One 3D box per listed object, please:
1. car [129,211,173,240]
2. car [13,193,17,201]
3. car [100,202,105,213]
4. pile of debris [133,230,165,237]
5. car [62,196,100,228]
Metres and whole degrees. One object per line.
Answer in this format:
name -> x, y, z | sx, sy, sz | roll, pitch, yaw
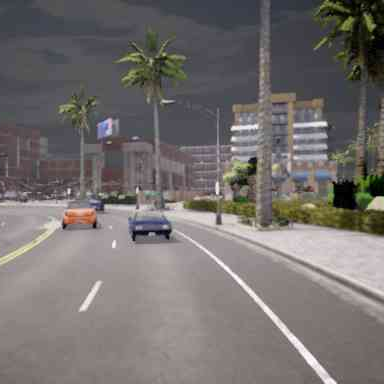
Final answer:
car -> -2.287, 1.618, 17.178 | 1.895, 1.301, 4.718 | 0, 0, -13
car -> -43.363, 1.646, 83.293 | 4.193, 1.474, 1.816 | 0, 0, 13
car -> -11.482, 1.547, 37.440 | 1.882, 1.535, 5.008 | 0, 0, -35
pile of debris -> -2.321, 2.193, 17.685 | 1.500, 0.140, 1.860 | 0, 0, -14
car -> -7.677, 1.397, 22.755 | 2.097, 1.767, 4.553 | 0, 0, -19
